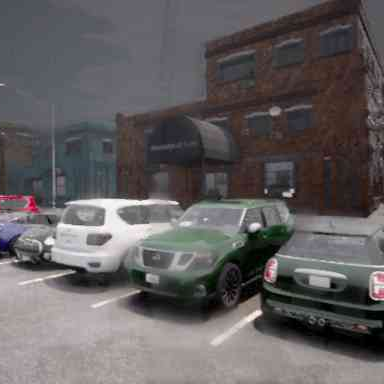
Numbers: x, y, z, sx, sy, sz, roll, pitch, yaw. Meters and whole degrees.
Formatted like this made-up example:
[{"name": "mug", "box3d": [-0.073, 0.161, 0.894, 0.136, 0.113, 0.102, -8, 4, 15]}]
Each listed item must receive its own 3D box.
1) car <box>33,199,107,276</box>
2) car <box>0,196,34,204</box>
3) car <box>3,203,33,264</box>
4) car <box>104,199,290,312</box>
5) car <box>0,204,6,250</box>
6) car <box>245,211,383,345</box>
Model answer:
[{"name": "car", "box3d": [-1.324, 1.219, 9.936, 2.435, 2.045, 5.566, 0, 0, 36]}, {"name": "car", "box3d": [-10.330, 1.237, 16.293, 2.435, 2.045, 5.566, 0, 0, 36]}, {"name": "car", "box3d": [-3.565, 1.341, 11.539, 2.185, 1.767, 4.553, 0, 0, 36]}, {"name": "car", "box3d": [0.888, 1.223, 8.288, 2.435, 2.045, 5.566, 0, 0, 36]}, {"name": "car", "box3d": [-8.071, 1.473, 14.709, 2.097, 1.535, 5.008, 0, 0, 36]}, {"name": "car", "box3d": [3.130, 1.353, 6.684, 2.185, 1.767, 4.553, 0, 0, 36]}]
